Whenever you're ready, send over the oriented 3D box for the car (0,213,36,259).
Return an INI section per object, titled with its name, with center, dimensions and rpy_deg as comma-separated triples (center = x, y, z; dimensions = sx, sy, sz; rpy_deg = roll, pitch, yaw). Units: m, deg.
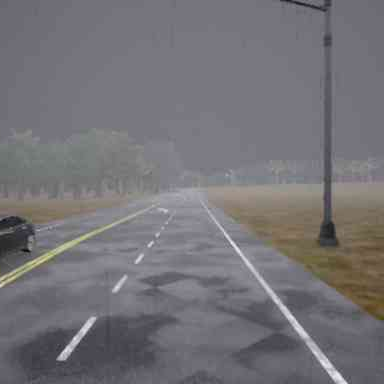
[car]
center = -6.680, 1.483, 10.708
dimensions = 1.837, 1.490, 4.892
rpy_deg = 0, 0, -4
